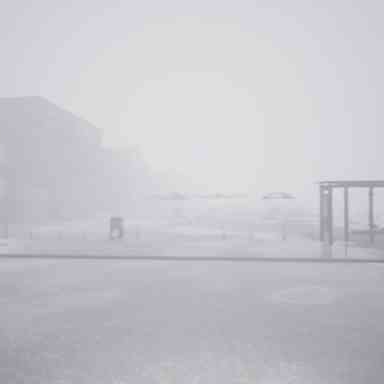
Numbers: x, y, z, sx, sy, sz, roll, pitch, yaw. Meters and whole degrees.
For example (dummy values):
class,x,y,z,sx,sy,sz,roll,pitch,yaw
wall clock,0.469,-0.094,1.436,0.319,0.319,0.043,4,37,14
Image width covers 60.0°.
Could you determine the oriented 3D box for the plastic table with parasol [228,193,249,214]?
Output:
class,x,y,z,sx,sy,sz,roll,pitch,yaw
plastic table with parasol,5.502,1.365,39.699,2.482,2.480,2.482,0,-1,6
